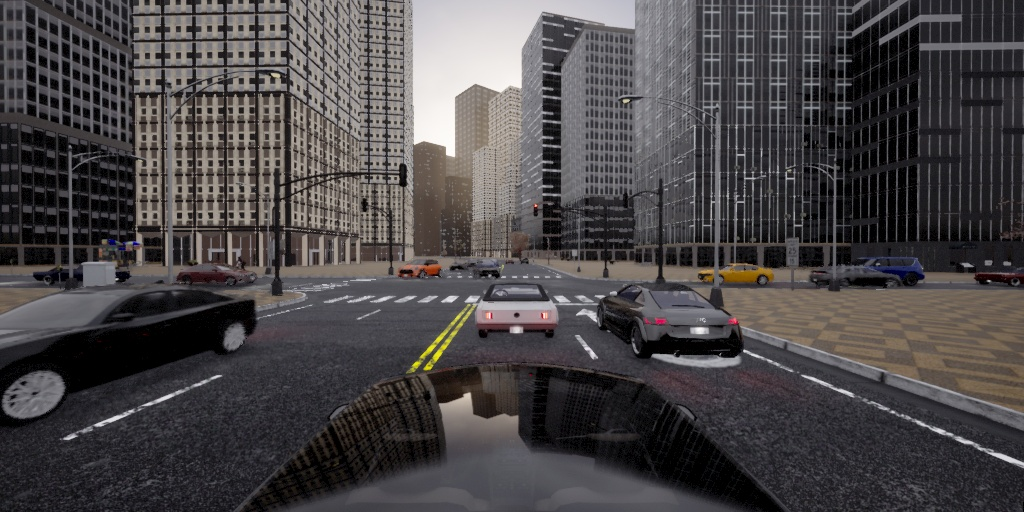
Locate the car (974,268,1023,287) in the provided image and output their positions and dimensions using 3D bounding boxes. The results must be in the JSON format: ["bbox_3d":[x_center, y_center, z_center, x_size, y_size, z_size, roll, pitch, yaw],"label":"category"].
[{"bbox_3d":[36.705,1.501,25.872,4.718,1.301,1.895,0,0,1],"label":"car"}]

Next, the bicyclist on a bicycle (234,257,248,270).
[{"bbox_3d":[-24.691,0.871,32.619,0.582,1.620,1.656,0,1,1],"label":"bicyclist on a bicycle"}]

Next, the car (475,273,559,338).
[{"bbox_3d":[0.103,1.348,10.163,1.895,1.301,4.718,0,0,0],"label":"car"}]

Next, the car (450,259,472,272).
[{"bbox_3d":[-6.578,1.313,44.944,1.895,1.301,4.718,0,0,0],"label":"car"}]

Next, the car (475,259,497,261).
[{"bbox_3d":[-3.325,1.186,47.348,1.882,1.535,5.008,0,0,0],"label":"car"}]

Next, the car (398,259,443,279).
[{"bbox_3d":[-7.904,1.049,31.230,2.097,1.767,4.553,0,-1,18],"label":"car"}]

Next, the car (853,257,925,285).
[{"bbox_3d":[26.386,1.075,26.100,5.566,2.045,2.150,0,0,2],"label":"car"}]

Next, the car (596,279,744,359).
[{"bbox_3d":[3.358,1.312,8.449,1.994,1.385,4.181,0,0,0],"label":"car"}]

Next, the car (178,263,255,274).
[{"bbox_3d":[-19.474,1.193,23.752,4.674,1.442,1.812,0,0,1],"label":"car"}]

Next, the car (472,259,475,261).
[{"bbox_3d":[-6.572,1.186,61.395,1.837,1.490,4.892,0,0,0],"label":"car"}]

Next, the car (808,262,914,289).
[{"bbox_3d":[21.950,1.351,23.005,4.902,1.511,2.128,0,0,1],"label":"car"}]

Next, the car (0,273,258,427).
[{"bbox_3d":[-6.600,1.226,5.888,1.882,1.535,5.008,0,0,0],"label":"car"}]

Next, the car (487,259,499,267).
[{"bbox_3d":[-3.320,1.201,63.358,1.812,1.442,4.674,0,0,0],"label":"car"}]

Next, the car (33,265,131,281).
[{"bbox_3d":[-28.584,1.226,23.986,4.718,1.301,1.895,0,0,1],"label":"car"}]

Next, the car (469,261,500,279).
[{"bbox_3d":[-2.351,1.327,31.804,1.895,1.301,4.718,0,0,-13],"label":"car"}]

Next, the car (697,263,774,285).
[{"bbox_3d":[16.323,1.285,26.321,5.008,1.535,1.882,0,0,1],"label":"car"}]
